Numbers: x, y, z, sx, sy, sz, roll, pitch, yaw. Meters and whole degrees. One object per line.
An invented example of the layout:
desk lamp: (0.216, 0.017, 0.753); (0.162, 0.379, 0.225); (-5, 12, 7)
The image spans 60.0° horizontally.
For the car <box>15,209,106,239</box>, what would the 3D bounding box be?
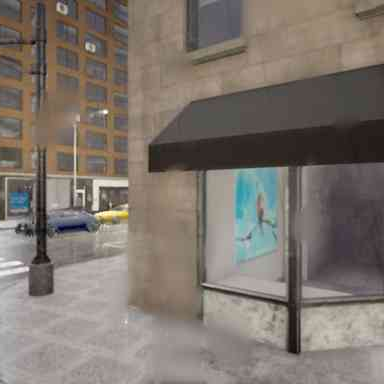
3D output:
car: (-7.013, 1.586, 17.681); (1.994, 1.385, 4.181); (0, 0, 36)

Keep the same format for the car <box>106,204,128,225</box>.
car: (-5.001, 1.557, 24.756); (1.752, 1.417, 4.829); (0, 0, 36)
